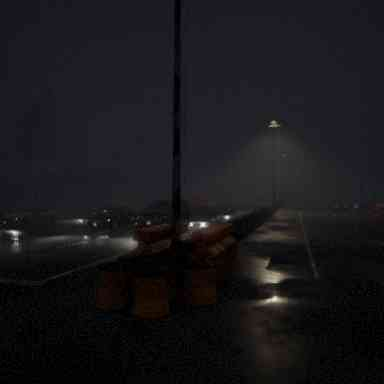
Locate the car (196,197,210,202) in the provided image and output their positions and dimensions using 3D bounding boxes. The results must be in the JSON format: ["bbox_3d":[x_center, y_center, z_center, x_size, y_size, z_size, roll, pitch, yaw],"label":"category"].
[{"bbox_3d":[0.846,1.696,42.255,2.150,2.045,5.566,0,0,18],"label":"car"}]

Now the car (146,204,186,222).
[{"bbox_3d":[-2.343,1.948,32.129,2.033,1.411,5.357,0,-1,17],"label":"car"}]

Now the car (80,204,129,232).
[{"bbox_3d":[-5.245,1.778,22.824,2.128,1.511,4.902,0,-1,17],"label":"car"}]

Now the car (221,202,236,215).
[{"bbox_3d":[4.191,1.954,41.223,1.882,1.535,5.008,0,0,17],"label":"car"}]

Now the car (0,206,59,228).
[{"bbox_3d":[-11.963,1.809,24.794,1.812,1.442,4.674,0,-1,17],"label":"car"}]

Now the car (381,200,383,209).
[{"bbox_3d":[27.244,1.863,44.242,2.097,1.767,4.553,0,0,17],"label":"car"}]

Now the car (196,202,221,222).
[{"bbox_3d":[1.059,1.968,31.257,1.994,1.385,4.181,0,-1,18],"label":"car"}]

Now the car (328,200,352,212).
[{"bbox_3d":[20.576,2.034,46.373,1.812,1.442,4.674,0,0,17],"label":"car"}]

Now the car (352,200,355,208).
[{"bbox_3d":[26.912,2.009,54.867,1.837,1.490,4.892,0,0,17],"label":"car"}]

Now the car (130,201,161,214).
[{"bbox_3d":[-6.023,1.961,43.748,2.128,1.511,4.902,0,0,17],"label":"car"}]

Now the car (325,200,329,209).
[{"bbox_3d":[23.573,2.050,55.916,2.033,1.411,5.357,0,0,17],"label":"car"}]

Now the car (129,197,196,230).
[{"bbox_3d":[-1.747,1.516,22.290,2.150,2.045,5.566,0,-1,17],"label":"car"}]

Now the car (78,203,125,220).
[{"bbox_3d":[-9.111,1.944,33.946,2.033,1.411,5.357,0,-1,17],"label":"car"}]

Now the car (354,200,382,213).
[{"bbox_3d":[23.924,2.110,45.352,1.895,1.301,4.718,0,0,17],"label":"car"}]
